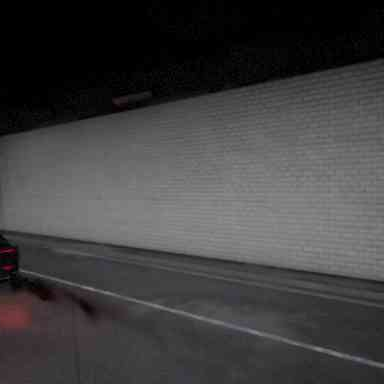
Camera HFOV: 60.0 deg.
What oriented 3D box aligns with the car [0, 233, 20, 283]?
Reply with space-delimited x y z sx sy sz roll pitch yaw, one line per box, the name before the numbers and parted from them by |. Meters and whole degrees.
car | -6.296 1.506 8.483 4.892 1.490 1.837 0 0 35
